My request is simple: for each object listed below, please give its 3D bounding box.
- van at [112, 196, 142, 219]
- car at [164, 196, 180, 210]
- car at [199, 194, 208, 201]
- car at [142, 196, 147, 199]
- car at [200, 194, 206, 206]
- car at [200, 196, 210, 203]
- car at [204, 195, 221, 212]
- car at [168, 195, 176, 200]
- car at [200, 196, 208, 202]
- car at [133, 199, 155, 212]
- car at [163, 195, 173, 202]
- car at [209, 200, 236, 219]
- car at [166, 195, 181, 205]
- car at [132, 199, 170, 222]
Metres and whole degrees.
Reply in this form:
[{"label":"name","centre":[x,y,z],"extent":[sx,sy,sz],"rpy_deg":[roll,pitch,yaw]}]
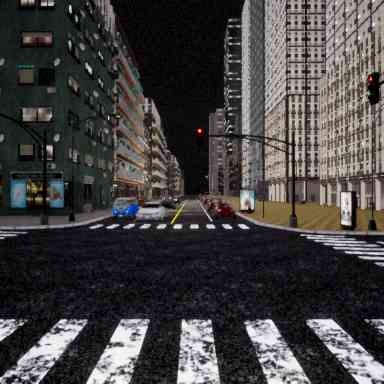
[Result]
[{"label":"van","centre":[-5.648,1.351,28.469],"extent":[1.690,1.788,3.998],"rpy_deg":[0,0,0]},{"label":"car","centre":[-3.043,1.565,43.348],"extent":[2.033,1.411,5.357],"rpy_deg":[0,0,0]},{"label":"car","centre":[2.799,1.373,83.735],"extent":[2.192,1.841,5.009],"rpy_deg":[0,0,0]},{"label":"car","centre":[-5.641,1.327,33.997],"extent":[2.192,1.841,5.009],"rpy_deg":[0,0,0]},{"label":"car","centre":[2.765,1.467,56.097],"extent":[1.967,1.590,4.097],"rpy_deg":[0,0,0]},{"label":"car","centre":[2.784,1.590,72.679],"extent":[1.887,1.381,4.507],"rpy_deg":[0,0,0]},{"label":"car","centre":[2.745,1.455,39.514],"extent":[1.967,1.590,4.097],"rpy_deg":[0,0,0]},{"label":"car","centre":[-5.570,1.639,94.801],"extent":[1.947,1.339,4.313],"rpy_deg":[0,0,0]},{"label":"car","centre":[2.791,1.633,78.207],"extent":[1.802,1.307,4.206],"rpy_deg":[0,0,0]},{"label":"car","centre":[-5.636,1.560,39.525],"extent":[1.887,1.381,4.507],"rpy_deg":[0,0,0]},{"label":"car","centre":[-5.589,1.491,78.218],"extent":[1.967,1.590,4.097],"rpy_deg":[0,0,0]},{"label":"car","centre":[2.731,1.591,28.458],"extent":[1.802,1.307,4.206],"rpy_deg":[0,0,0]},{"label":"car","centre":[-2.985,1.593,58.134],"extent":[1.994,1.385,4.181],"rpy_deg":[0,0,1]},{"label":"car","centre":[-3.146,1.534,26.398],"extent":[1.812,1.442,4.674],"rpy_deg":[0,0,3]}]
